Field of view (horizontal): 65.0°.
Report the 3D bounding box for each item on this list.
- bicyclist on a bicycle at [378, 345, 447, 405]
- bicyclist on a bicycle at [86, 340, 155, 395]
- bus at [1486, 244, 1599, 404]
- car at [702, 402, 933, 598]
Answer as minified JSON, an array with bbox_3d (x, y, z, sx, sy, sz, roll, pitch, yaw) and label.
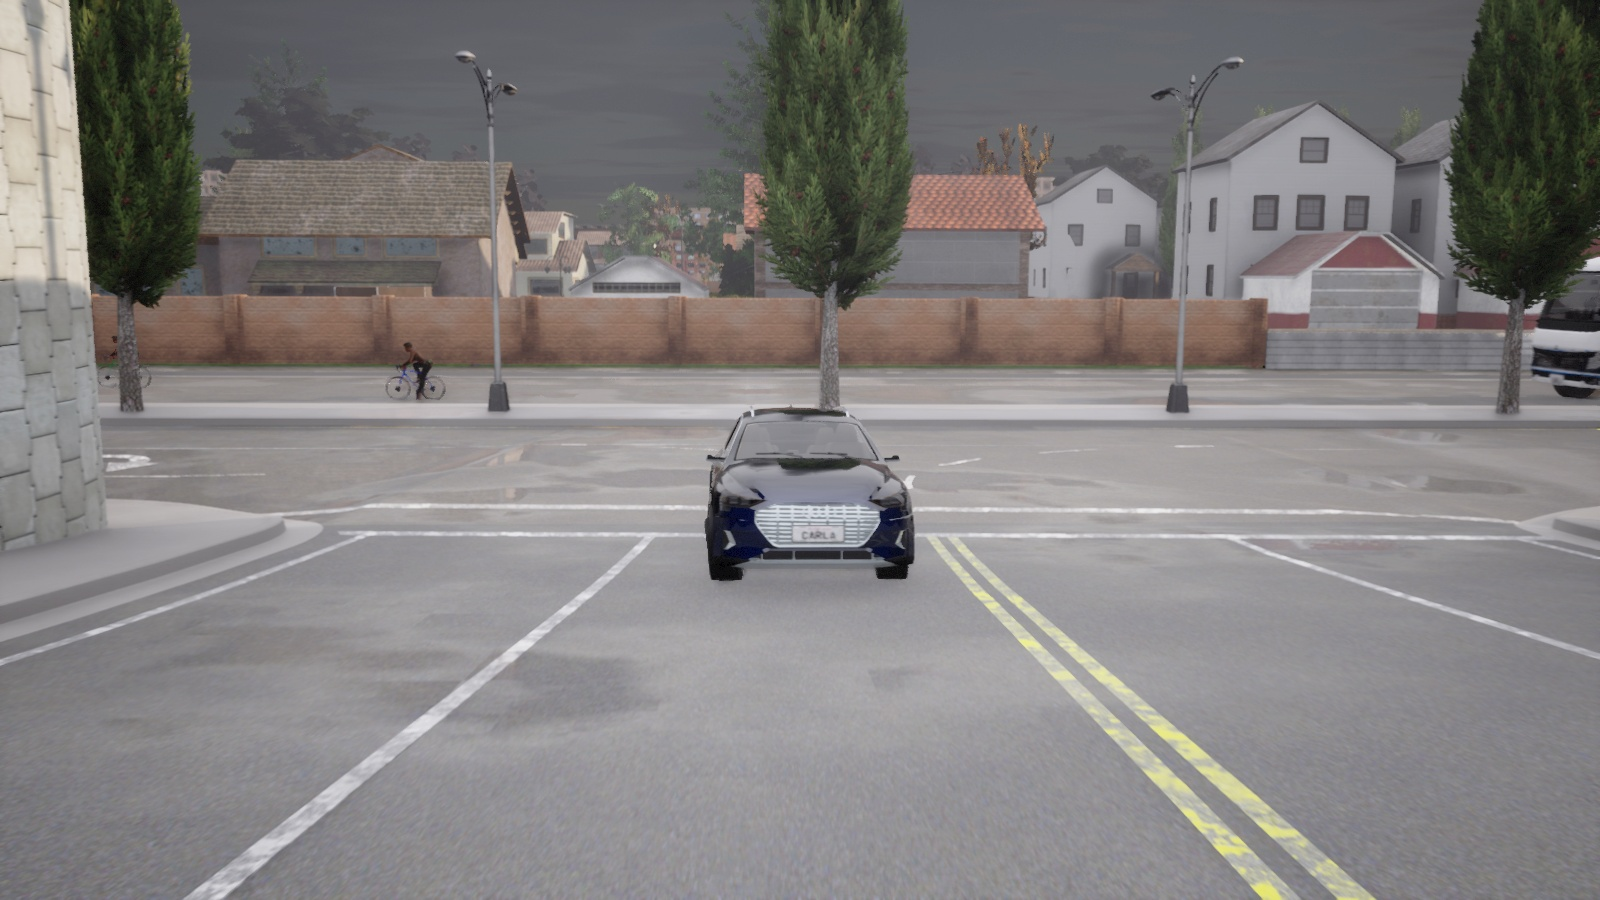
[{"bbox_3d":[-10.783,-2.097,34.941,1.656,1.620,0.582,-1,8,-1],"label":"bicyclist on a bicycle"},{"bbox_3d":[-20.651,-2.519,38.187,1.656,1.620,0.582,-1,8,-1],"label":"bicyclist on a bicycle"},{"bbox_3d":[25.769,-3.663,35.569,10.273,4.253,3.944,0,8,-1],"label":"bus"},{"bbox_3d":[-0.005,0.348,13.491,2.033,1.649,4.856,0,3,-4],"label":"car"}]
